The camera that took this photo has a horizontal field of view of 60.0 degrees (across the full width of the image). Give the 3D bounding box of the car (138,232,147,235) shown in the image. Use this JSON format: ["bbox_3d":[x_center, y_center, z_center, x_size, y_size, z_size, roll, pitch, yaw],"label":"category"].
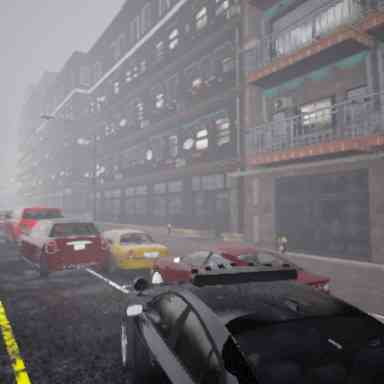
[{"bbox_3d":[0.690,1.787,7.107,1.887,1.381,4.507,4,-3,-34],"label":"car"}]

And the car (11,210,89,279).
[{"bbox_3d":[-4.588,1.675,11.493,2.097,1.767,4.553,2,-2,-37],"label":"car"}]

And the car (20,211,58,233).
[{"bbox_3d":[-11.770,2.241,25.382,1.887,1.381,4.507,4,-3,-34],"label":"car"}]

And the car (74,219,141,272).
[{"bbox_3d":[-2.521,1.881,11.818,1.752,1.417,4.829,4,-3,-34],"label":"car"}]

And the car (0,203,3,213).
[{"bbox_3d":[-36.712,2.988,61.922,2.192,1.841,5.009,3,-3,-34],"label":"car"}]

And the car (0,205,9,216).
[{"bbox_3d":[-30.450,2.861,52.803,1.967,1.590,4.097,3,-3,-34],"label":"car"}]

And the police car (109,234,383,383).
[{"bbox_3d":[0.445,1.546,3.374,1.930,1.638,5.238,1,-2,-19],"label":"police car"}]

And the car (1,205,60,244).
[{"bbox_3d":[-7.915,1.677,16.621,2.150,2.045,5.566,2,-2,-34],"label":"car"}]

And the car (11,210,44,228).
[{"bbox_3d":[-14.885,2.363,29.951,2.008,1.369,4.403,4,-3,-34],"label":"car"}]
